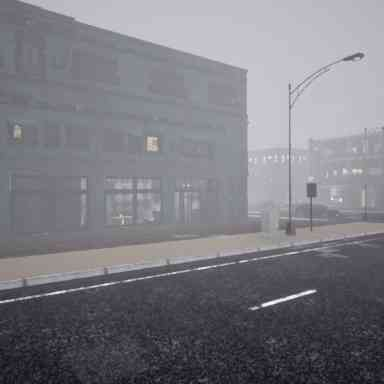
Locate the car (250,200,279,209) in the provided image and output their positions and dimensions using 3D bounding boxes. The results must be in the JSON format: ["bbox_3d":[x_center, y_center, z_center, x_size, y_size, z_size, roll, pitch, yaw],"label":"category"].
[{"bbox_3d":[11.209,1.900,49.264,1.802,1.307,4.206,-2,0,-36],"label":"car"}]

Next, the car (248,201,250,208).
[{"bbox_3d":[7.986,1.963,53.763,1.802,1.307,4.206,-2,0,-36],"label":"car"}]

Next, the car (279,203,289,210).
[{"bbox_3d":[14.432,1.806,44.764,2.008,1.369,4.403,-2,0,-36],"label":"car"}]

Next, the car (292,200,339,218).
[{"bbox_3d":[12.381,1.811,33.030,1.947,1.339,4.313,-2,0,-36],"label":"car"}]
